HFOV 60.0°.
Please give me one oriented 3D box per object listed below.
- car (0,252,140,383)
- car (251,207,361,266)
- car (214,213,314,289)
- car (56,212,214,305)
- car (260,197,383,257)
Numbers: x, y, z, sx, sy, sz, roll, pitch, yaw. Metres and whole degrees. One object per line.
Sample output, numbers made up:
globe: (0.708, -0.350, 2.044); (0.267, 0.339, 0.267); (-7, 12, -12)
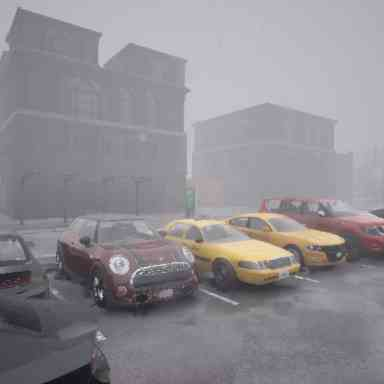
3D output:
car: (-2.944, 1.504, 1.895); (4.892, 1.490, 1.837); (0, 0, -35)
car: (2.656, 1.481, 11.326); (2.097, 1.535, 5.008); (0, 0, -35)
car: (0.497, 1.478, 9.559); (1.946, 1.575, 5.366); (0, 0, -35)
car: (-1.796, 1.355, 8.196); (2.185, 1.767, 4.553); (0, 0, -35)
car: (4.944, 1.230, 12.910); (2.435, 2.045, 5.566); (0, 0, -35)
